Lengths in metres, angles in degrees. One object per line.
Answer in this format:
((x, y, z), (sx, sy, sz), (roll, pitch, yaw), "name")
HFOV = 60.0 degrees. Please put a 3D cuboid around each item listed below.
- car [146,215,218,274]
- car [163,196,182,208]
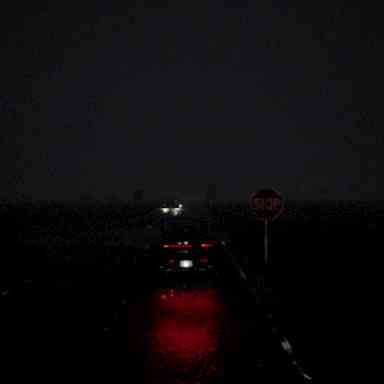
((-0.390, 1.486, 10.543), (1.837, 1.490, 4.892), (0, 0, -6), "car")
((-2.845, 1.296, 45.984), (2.097, 1.767, 4.553), (0, 0, 0), "car")
